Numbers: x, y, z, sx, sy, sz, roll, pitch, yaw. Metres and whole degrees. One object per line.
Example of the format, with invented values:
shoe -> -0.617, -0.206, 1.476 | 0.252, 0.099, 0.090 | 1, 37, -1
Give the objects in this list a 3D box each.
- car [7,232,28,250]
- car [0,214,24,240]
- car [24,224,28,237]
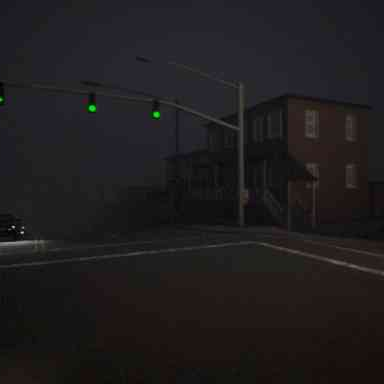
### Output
car -> -18.664, 5.272, 35.729 | 1.812, 1.442, 4.674 | -1, -12, -25
car -> -10.697, 1.963, 18.693 | 1.812, 1.442, 4.674 | -1, -4, -25
car -> -14.590, 3.067, 26.947 | 2.097, 1.767, 4.553 | -1, -11, -25
